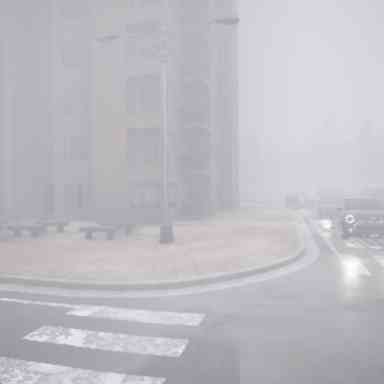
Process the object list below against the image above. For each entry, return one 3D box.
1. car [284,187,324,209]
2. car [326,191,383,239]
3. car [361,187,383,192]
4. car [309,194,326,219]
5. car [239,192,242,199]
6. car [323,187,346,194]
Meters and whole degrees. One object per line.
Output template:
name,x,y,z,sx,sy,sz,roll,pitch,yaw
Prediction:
car,10.939,0.700,33.419,2.097,1.767,4.553,-1,1,-5
car,7.522,1.025,14.813,2.097,1.767,4.553,0,1,15
car,13.306,0.702,23.235,2.150,2.045,5.566,0,1,12
car,9.716,1.082,23.352,1.994,1.385,4.181,0,1,13
car,6.251,0.381,57.146,4.553,1.767,2.097,0,1,40
car,14.462,0.524,33.875,2.150,2.045,5.566,-1,1,-4
